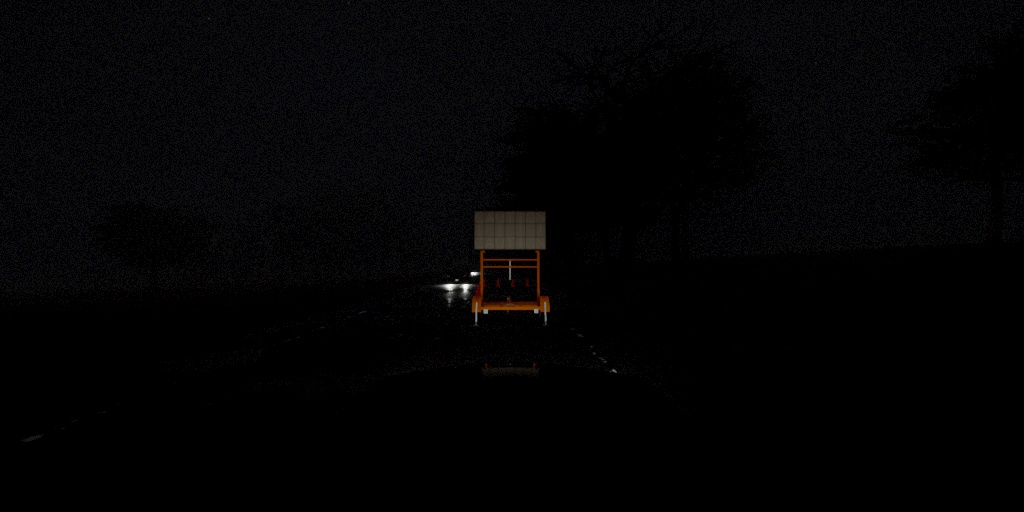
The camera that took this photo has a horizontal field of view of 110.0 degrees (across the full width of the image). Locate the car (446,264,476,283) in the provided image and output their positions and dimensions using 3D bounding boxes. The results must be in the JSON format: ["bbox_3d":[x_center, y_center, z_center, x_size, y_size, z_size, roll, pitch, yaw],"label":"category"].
[{"bbox_3d":[-4.458,1.538,30.589,2.033,1.411,5.357,0,-1,-3],"label":"car"}]

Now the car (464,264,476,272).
[{"bbox_3d":[-7.011,2.037,59.975,1.895,1.301,4.718,0,-1,-7],"label":"car"}]

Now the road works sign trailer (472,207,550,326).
[{"bbox_3d":[-0.066,0.231,11.701,2.380,3.560,2.880,0,0,-2],"label":"road works sign trailer"}]
